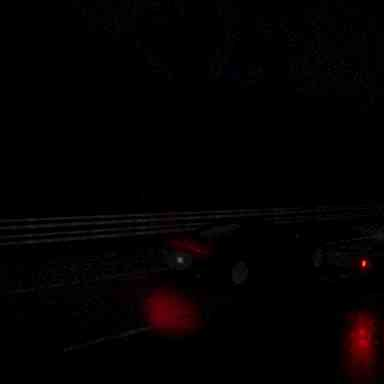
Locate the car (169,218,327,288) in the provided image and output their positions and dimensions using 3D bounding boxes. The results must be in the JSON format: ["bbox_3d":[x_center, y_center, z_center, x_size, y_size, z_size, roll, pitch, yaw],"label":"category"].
[{"bbox_3d":[1.764,1.486,9.374,5.008,1.535,1.882,0,0,-35],"label":"car"}]

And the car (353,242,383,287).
[{"bbox_3d":[6.033,1.613,8.095,4.718,1.301,1.895,0,0,-35],"label":"car"}]
